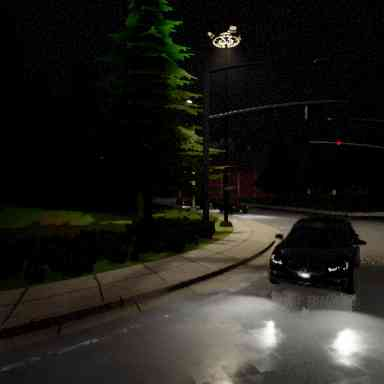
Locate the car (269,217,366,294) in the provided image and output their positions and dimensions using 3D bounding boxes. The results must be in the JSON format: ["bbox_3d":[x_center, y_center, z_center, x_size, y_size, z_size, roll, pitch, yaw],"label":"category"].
[{"bbox_3d":[3.532,1.506,9.063,1.837,1.490,4.892,1,0,29],"label":"car"}]

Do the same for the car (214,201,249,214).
[{"bbox_3d":[4.354,1.601,35.633,1.895,1.301,4.718,0,0,-15],"label":"car"}]

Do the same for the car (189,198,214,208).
[{"bbox_3d":[1.674,1.221,45.322,2.150,2.045,5.566,0,0,-16],"label":"car"}]

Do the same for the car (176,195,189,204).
[{"bbox_3d":[-1.202,1.352,55.210,2.097,1.767,4.553,0,0,-17],"label":"car"}]
